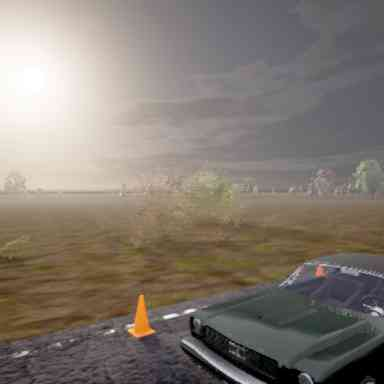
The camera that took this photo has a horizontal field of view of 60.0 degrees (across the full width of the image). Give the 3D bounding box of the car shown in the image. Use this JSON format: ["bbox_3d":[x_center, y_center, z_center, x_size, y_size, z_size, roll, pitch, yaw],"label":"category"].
[{"bbox_3d":[2.211,1.619,4.510,4.718,1.301,1.895,0,0,-36],"label":"car"}]

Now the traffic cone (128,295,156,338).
[{"bbox_3d":[-0.810,1.969,5.383,0.340,0.580,0.340,0,0,-36],"label":"traffic cone"}]
